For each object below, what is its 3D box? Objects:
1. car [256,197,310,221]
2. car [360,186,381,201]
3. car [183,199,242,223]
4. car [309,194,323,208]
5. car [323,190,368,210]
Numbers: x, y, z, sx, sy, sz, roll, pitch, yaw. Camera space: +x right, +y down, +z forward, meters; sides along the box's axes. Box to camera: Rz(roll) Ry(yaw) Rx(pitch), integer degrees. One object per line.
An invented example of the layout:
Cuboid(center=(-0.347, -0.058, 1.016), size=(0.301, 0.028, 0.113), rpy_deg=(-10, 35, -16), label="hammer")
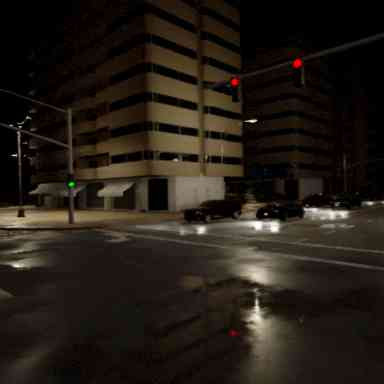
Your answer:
Cuboid(center=(6.273, 1.246, 23.544), size=(1.994, 1.385, 4.181), rpy_deg=(-1, 1, 44), label="car")
Cuboid(center=(25.847, 0.204, 48.682), size=(2.150, 2.045, 5.566), rpy_deg=(-1, 1, 44), label="car")
Cuboid(center=(1.532, 1.271, 23.678), size=(1.882, 1.535, 5.008), rpy_deg=(-1, 1, 44), label="car")
Cuboid(center=(13.674, 0.937, 36.229), size=(2.033, 1.411, 5.357), rpy_deg=(-1, 1, 44), label="car")
Cuboid(center=(15.183, 0.875, 32.753), size=(2.128, 1.511, 4.902), rpy_deg=(-1, 1, 44), label="car")
